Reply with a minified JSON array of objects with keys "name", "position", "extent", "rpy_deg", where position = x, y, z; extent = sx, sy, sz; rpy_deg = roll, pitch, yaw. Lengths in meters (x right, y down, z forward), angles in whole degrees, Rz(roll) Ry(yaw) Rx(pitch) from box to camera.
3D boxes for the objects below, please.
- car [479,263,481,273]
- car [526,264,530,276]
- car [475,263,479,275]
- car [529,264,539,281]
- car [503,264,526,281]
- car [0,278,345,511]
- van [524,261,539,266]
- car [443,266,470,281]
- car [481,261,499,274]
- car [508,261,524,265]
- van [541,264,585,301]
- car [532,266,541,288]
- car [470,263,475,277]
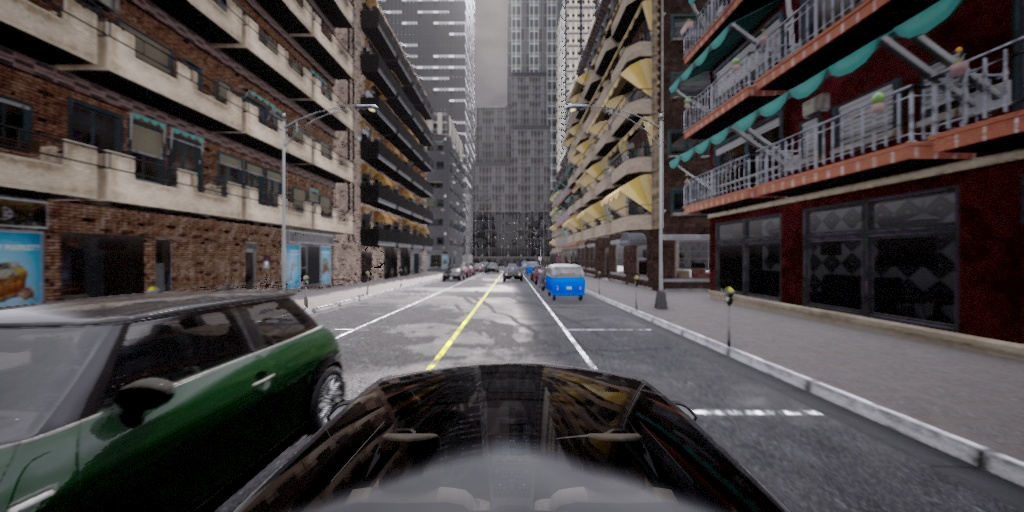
[{"name":"car","position":[-5.677,1.896,57.970],"extent":[1.967,1.591,4.097],"rpy_deg":[0,0,0]},{"name":"car","position":[2.698,1.739,35.533],"extent":[1.948,1.339,4.313],"rpy_deg":[0,0,0]},{"name":"car","position":[-5.680,1.896,46.767],"extent":[1.802,1.307,4.207],"rpy_deg":[0,0,0]},{"name":"car","position":[2.697,1.648,29.932],"extent":[1.888,1.381,4.507],"rpy_deg":[0,0,0]},{"name":"car","position":[0.098,1.770,35.202],"extent":[1.895,1.301,4.718],"rpy_deg":[0,-1,0]},{"name":"car","position":[-3.101,1.112,2.507],"extent":[2.097,1.767,4.553],"rpy_deg":[0,-1,0]},{"name":"van","position":[2.701,1.655,46.736],"extent":[1.690,1.789,3.998],"rpy_deg":[0,0,0]},{"name":"car","position":[-5.683,1.739,35.564],"extent":[1.948,1.339,4.313],"rpy_deg":[0,0,0]},{"name":"car","position":[-3.051,1.766,54.697],"extent":[2.097,1.767,4.553],"rpy_deg":[0,-1,0]},{"name":"car","position":[0.099,1.650,45.466],"extent":[2.097,1.767,4.553],"rpy_deg":[0,-1,0]},{"name":"van","position":[2.694,1.303,18.729],"extent":[1.690,1.789,3.998],"rpy_deg":[0,0,0]},{"name":"car","position":[2.696,1.583,24.330],"extent":[2.007,1.370,4.403],"rpy_deg":[0,0,0]},{"name":"car","position":[-5.682,1.789,41.166],"extent":[1.888,1.381,4.507],"rpy_deg":[0,0,0]}]
